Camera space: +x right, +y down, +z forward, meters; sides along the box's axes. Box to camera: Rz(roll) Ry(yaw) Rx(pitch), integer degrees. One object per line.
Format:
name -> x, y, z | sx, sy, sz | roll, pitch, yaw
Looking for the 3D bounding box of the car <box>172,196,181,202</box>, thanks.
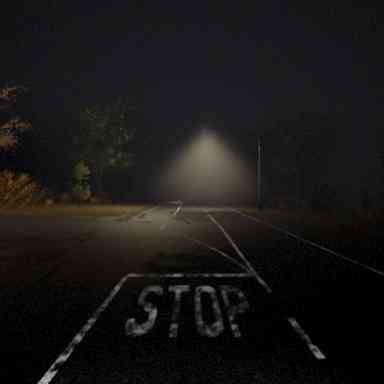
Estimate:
car -> -3.596, 1.628, 78.441 | 2.128, 1.511, 4.902 | 0, 0, 3
